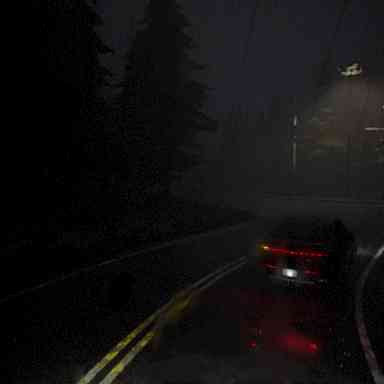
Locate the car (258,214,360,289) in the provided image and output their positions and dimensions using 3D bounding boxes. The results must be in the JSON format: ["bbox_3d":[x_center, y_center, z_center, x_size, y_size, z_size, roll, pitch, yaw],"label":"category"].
[{"bbox_3d":[3.308,1.378,9.115,1.837,1.490,4.892,2,3,31],"label":"car"}]
